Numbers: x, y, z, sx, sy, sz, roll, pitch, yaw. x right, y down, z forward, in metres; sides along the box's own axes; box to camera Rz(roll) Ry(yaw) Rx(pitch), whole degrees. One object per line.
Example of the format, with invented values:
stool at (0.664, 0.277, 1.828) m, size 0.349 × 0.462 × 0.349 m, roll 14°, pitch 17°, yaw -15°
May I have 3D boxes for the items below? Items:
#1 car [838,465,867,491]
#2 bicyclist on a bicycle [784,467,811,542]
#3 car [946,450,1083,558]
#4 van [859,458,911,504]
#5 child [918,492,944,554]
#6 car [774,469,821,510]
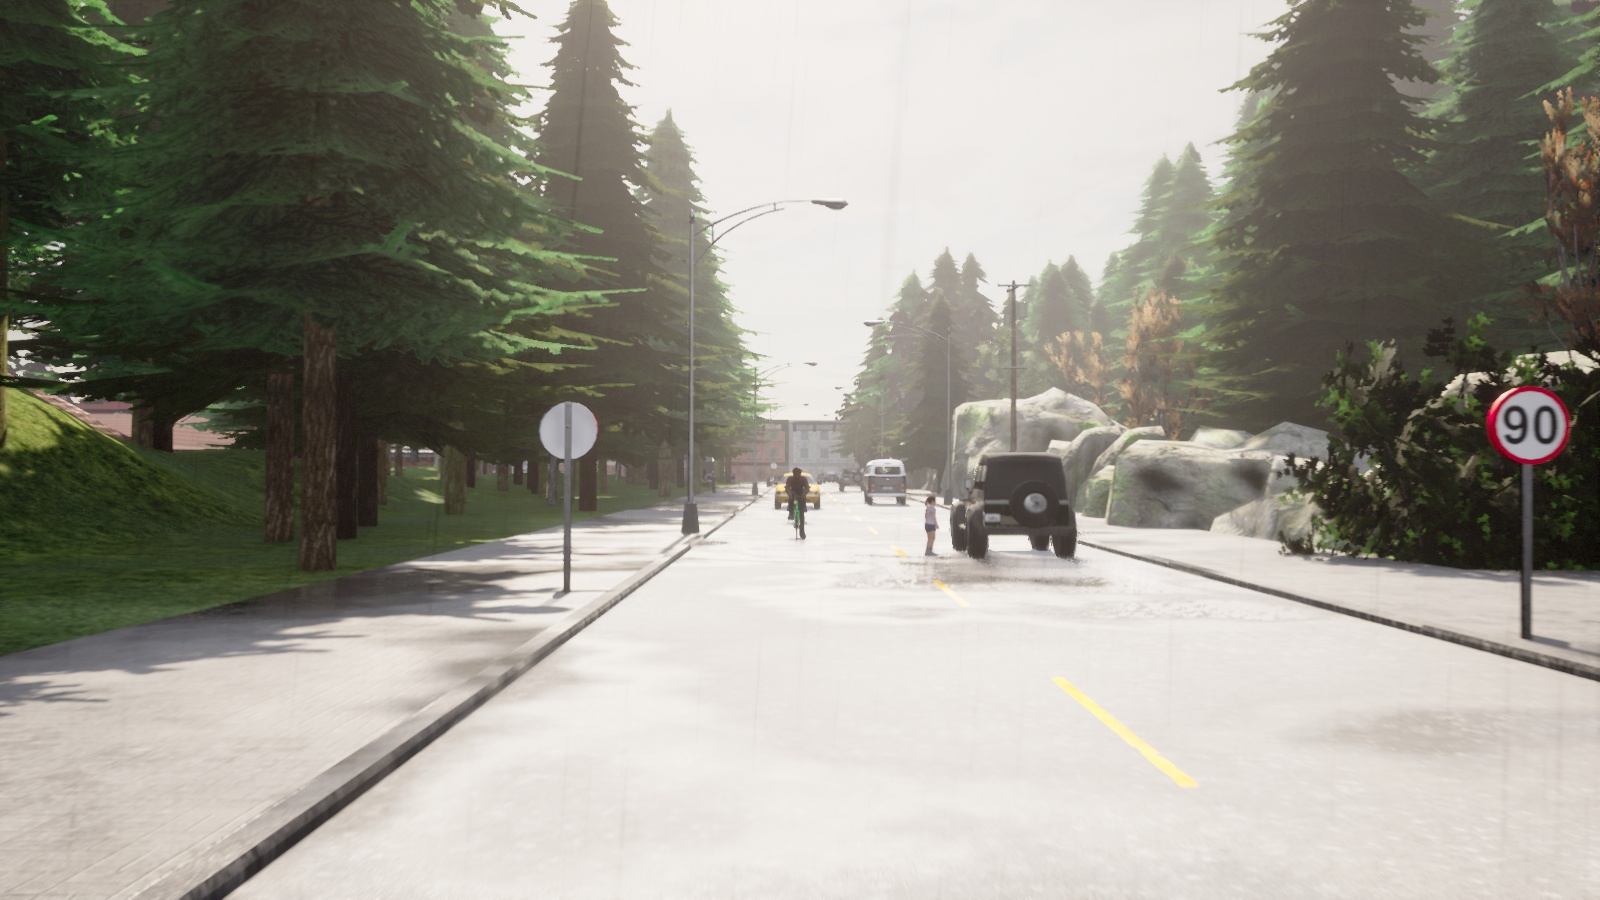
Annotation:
car at (3.871, 2.062, 92.491) m, size 1.932 × 1.855 × 4.605 m, roll 0°, pitch -1°, yaw 0°
bicyclist on a bicycle at (-0.059, 1.208, 28.192) m, size 0.582 × 1.620 × 1.656 m, roll 0°, pitch 0°, yaw 0°
car at (3.945, 0.965, 23.741) m, size 1.905 × 1.878 × 3.866 m, roll 0°, pitch -1°, yaw 0°
van at (3.907, 1.434, 58.269) m, size 2.069 × 2.038 × 4.480 m, roll 0°, pitch -1°, yaw 0°
child at (2.391, 1.333, 22.954) m, size 0.394 × 1.110 × 0.255 m, roll 0°, pitch -1°, yaw -18°
car at (-0.084, 1.551, 51.004) m, size 1.801 × 1.575 × 5.366 m, roll 0°, pitch -1°, yaw 0°
